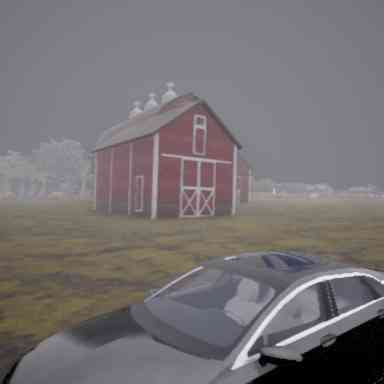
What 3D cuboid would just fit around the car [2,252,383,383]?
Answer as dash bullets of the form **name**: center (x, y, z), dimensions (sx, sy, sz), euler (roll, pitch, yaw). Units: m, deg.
- **car**: center (0.682, 1.496, 3.553), dimensions (4.902, 1.511, 2.128), euler (0, 0, -35)
